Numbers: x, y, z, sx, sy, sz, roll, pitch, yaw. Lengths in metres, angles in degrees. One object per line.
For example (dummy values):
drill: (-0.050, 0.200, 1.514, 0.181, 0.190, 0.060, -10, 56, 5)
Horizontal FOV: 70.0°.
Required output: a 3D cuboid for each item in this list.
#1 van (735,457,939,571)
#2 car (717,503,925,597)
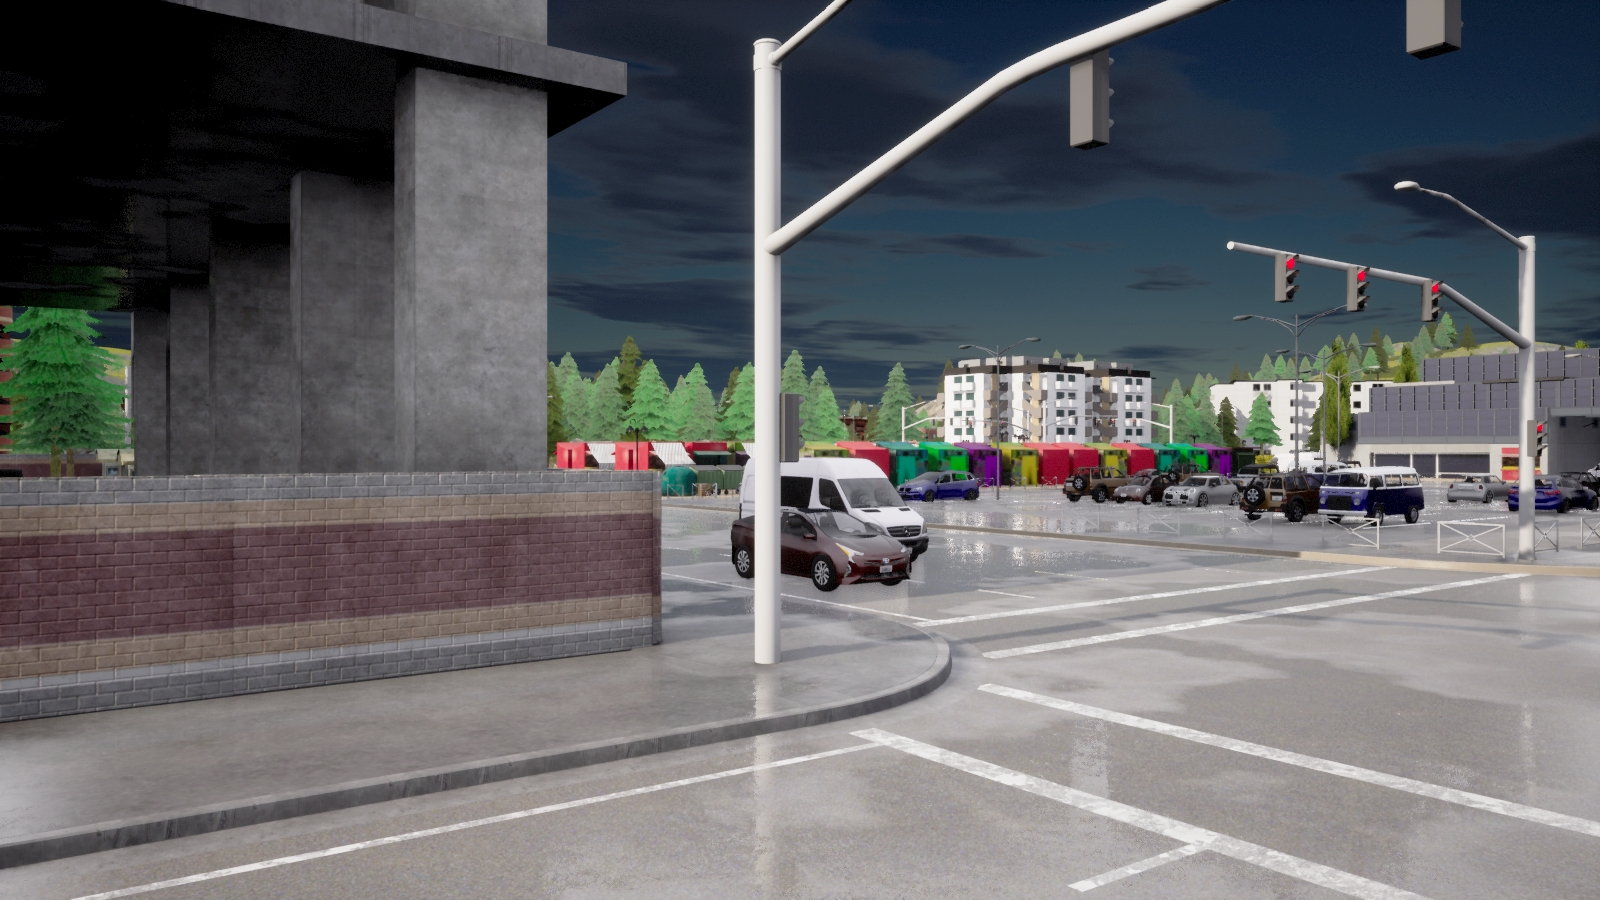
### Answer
van: (0.780, 1.479, 29.066, 1.988, 2.561, 5.915, 0, 0, -36)
car: (0.324, 1.984, 23.786, 2.007, 1.525, 4.514, 0, 0, -36)
